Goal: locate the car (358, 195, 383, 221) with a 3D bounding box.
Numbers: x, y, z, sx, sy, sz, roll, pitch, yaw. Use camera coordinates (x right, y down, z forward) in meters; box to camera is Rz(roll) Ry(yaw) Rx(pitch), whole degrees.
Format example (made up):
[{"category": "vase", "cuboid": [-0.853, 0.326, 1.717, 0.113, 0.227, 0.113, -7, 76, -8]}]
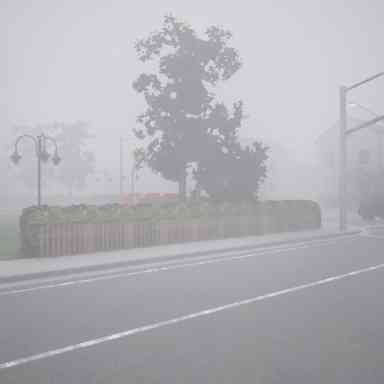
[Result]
[{"category": "car", "cuboid": [15.144, 1.223, 24.715, 2.150, 2.045, 5.566, 0, 0, -23]}]
